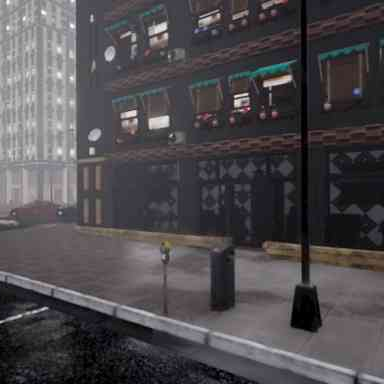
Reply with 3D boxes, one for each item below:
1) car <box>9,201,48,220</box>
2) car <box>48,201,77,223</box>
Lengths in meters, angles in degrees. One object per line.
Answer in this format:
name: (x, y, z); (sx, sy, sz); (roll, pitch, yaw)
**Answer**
car: (-11.890, 1.374, 26.008); (1.994, 1.385, 4.181); (-1, 1, 35)
car: (-7.130, 1.333, 22.692); (1.947, 1.339, 4.313); (1, 1, 35)
